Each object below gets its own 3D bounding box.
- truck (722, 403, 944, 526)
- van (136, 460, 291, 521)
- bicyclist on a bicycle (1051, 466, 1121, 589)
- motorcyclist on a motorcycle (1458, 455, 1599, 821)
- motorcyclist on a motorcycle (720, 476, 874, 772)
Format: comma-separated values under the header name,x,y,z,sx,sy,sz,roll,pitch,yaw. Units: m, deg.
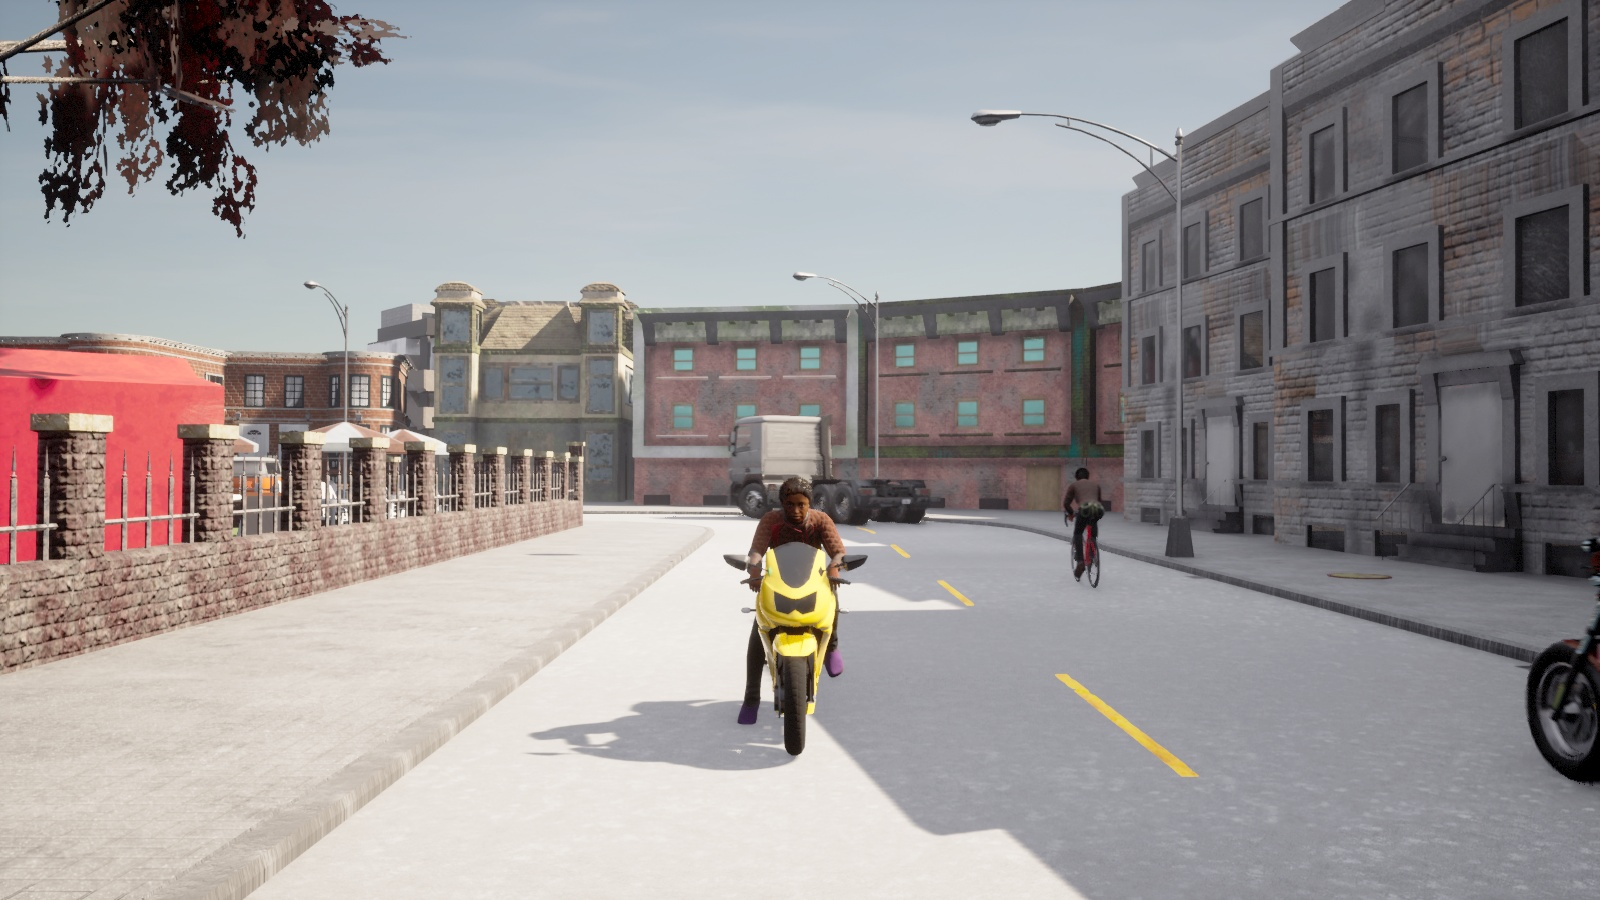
name,x,y,z,sx,sy,sz,roll,pitch,yaw
truck,0.817,0.493,39.552,2.891,3.462,7.936,1,-1,-34
van,-19.921,1.363,42.747,4.442,1.987,1.775,0,-1,0
bicyclist on a bicycle,3.954,1.044,17.462,0.582,1.620,1.656,0,-1,0
motorcyclist on a motorcycle,3.984,0.844,5.668,0.766,1.649,2.350,0,-1,0
motorcyclist on a motorcycle,-0.020,0.923,7.552,0.797,1.523,2.044,0,-1,0
